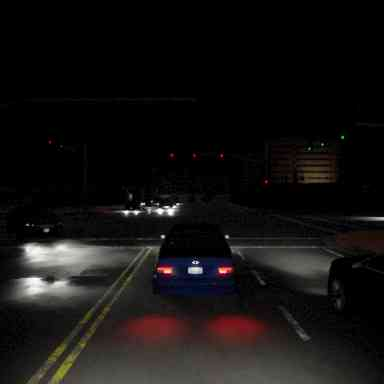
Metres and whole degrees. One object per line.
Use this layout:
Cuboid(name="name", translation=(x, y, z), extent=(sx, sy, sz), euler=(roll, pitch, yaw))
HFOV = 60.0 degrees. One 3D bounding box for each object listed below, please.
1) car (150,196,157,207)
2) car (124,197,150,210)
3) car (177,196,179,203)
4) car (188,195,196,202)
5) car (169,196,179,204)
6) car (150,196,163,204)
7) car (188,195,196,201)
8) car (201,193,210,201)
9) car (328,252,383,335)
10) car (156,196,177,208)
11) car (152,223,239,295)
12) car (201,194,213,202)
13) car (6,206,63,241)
Cuboid(name="car", translation=(-7.128, 1.503, 51.955), extent=(1.837, 1.490, 4.892), euler=(0, 0, 0))
Cuboid(name="car", translation=(-7.170, 1.546, 42.314), extent=(2.033, 1.411, 5.357), euler=(0, 0, 2))
Cuboid(name="car", translation=(-3.622, 1.490, 56.880), extent=(2.128, 1.511, 4.902), euler=(0, 0, 0))
Cuboid(name="car", translation=(-0.050, 1.529, 74.368), extent=(2.033, 1.411, 5.357), euler=(0, 0, 0))
Cuboid(name="car", translation=(-3.566, 1.503, 66.926), extent=(1.837, 1.490, 4.892), euler=(0, 0, 0))
Cuboid(name="car", translation=(-7.068, 1.545, 66.429), extent=(2.033, 1.411, 5.357), euler=(0, 0, 0))
Cuboid(name="car", translation=(-0.057, 1.423, 84.641), extent=(1.994, 1.385, 4.181), euler=(0, 0, 0))
Cuboid(name="car", translation=(3.443, 1.225, 84.616), extent=(2.097, 1.767, 4.553), euler=(0, 0, 0))
Cuboid(name="car", translation=(3.560, 1.491, 4.624), extent=(2.128, 1.511, 4.902), euler=(0, 0, 0))
Cuboid(name="car", translation=(-3.630, 1.600, 47.563), extent=(1.895, 1.301, 4.718), euler=(0, 0, 0))
Cuboid(name="car", translation=(0.077, 1.547, 8.868), extent=(2.033, 1.411, 5.357), euler=(0, 0, 0))
Cuboid(name="car", translation=(3.450, 1.342, 74.660), extent=(2.097, 1.767, 4.553), euler=(0, 0, 0))
Cuboid(name="car", translation=(-8.144, 1.492, 17.046), extent=(2.128, 1.511, 4.902), euler=(1, -1, -39))
